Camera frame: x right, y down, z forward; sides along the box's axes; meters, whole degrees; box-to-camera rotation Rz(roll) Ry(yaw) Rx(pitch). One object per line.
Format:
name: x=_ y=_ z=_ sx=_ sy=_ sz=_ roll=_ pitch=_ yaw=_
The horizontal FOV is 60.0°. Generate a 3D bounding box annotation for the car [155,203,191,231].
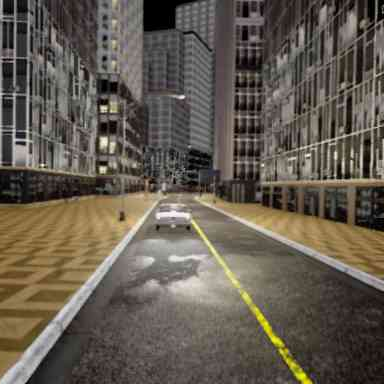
car: x=-1.060 y=1.332 z=18.506 sx=1.895 sy=1.301 sz=4.718 roll=1 pitch=1 yaw=-4
